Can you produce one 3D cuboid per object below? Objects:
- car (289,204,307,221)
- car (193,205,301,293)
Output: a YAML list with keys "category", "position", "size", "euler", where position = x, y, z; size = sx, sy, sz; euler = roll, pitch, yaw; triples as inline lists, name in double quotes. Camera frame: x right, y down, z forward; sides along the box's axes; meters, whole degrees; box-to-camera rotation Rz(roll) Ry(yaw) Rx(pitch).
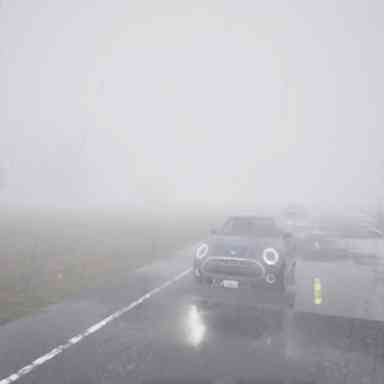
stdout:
- category: "car"
  position: [9.126, 1.727, 29.403]
  size: [1.994, 1.385, 4.181]
  euler: [0, 0, 20]
- category: "car"
  position: [1.676, 1.398, 9.232]
  size: [2.097, 1.767, 4.553]
  euler: [0, 0, 22]
